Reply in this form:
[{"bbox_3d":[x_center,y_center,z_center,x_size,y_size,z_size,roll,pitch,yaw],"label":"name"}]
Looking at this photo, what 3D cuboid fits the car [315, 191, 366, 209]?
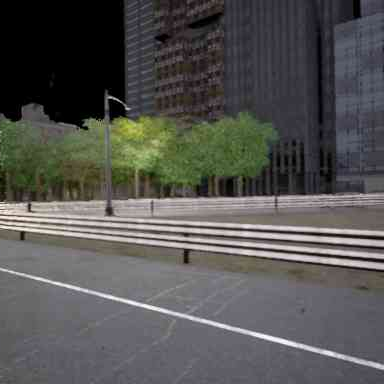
[{"bbox_3d":[14.813,0.804,33.413,4.553,1.767,2.097,-1,-1,-6],"label":"car"}]
